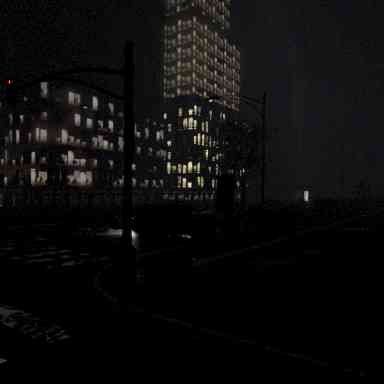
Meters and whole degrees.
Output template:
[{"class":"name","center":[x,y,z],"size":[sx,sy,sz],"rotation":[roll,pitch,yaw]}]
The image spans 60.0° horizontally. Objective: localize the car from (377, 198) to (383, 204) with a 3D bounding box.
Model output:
[{"class":"car","center":[44.840,2.047,77.999],"size":[2.008,1.369,4.403],"rotation":[1,0,36]}]

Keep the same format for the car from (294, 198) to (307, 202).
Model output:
[{"class":"car","center":[18.209,1.727,56.050],"size":[1.752,1.417,4.829],"rotation":[1,0,36]}]

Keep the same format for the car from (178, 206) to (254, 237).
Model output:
[{"class":"car","center":[1.479,1.696,19.081],"size":[2.008,1.369,4.403],"rotation":[1,0,36]}]

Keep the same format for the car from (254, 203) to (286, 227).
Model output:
[{"class":"car","center":[4.737,1.737,23.490],"size":[1.947,1.339,4.313],"rotation":[1,0,36]}]

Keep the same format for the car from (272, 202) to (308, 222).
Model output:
[{"class":"car","center":[7.992,1.779,27.899],"size":[1.802,1.307,4.206],"rotation":[1,0,36]}]

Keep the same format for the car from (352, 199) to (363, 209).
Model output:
[{"class":"car","center":[25.052,1.773,51.209],"size":[1.967,1.590,4.097],"rotation":[1,0,36]}]

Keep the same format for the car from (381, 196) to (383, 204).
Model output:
[{"class":"car","center":[41.545,1.784,73.533],"size":[2.192,1.841,5.009],"rotation":[1,0,36]}]

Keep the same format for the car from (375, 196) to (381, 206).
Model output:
[{"class":"car","center":[35.047,1.940,64.741],"size":[1.752,1.417,4.829],"rotation":[1,0,36]}]

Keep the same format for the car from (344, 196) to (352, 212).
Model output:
[{"class":"car","center":[18.498,1.720,42.251],"size":[1.967,1.590,4.097],"rotation":[1,0,36]}]

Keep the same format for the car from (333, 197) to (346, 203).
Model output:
[{"class":"car","center":[34.700,1.862,78.375],"size":[1.752,1.417,4.829],"rotation":[1,0,36]}]

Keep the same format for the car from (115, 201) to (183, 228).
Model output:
[{"class":"car","center":[-3.068,1.559,22.880],"size":[1.837,1.490,4.892],"rotation":[1,0,36]}]

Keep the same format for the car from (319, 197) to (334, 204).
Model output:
[{"class":"car","center":[28.205,1.849,69.581],"size":[1.947,1.339,4.313],"rotation":[1,0,36]}]

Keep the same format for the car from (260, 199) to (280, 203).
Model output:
[{"class":"car","center":[9.313,1.630,39.613],"size":[1.882,1.535,5.008],"rotation":[1,0,37]}]

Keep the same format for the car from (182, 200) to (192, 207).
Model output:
[{"class":"car","center":[-1.581,1.481,29.474],"size":[1.967,1.590,4.097],"rotation":[1,0,36]}]

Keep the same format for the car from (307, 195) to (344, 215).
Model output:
[{"class":"car","center":[15.228,1.569,37.765],"size":[2.192,1.841,5.009],"rotation":[1,0,36]}]

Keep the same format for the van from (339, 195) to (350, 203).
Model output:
[{"class":"van","center":[38.101,1.706,82.976],"size":[1.690,1.788,3.998],"rotation":[1,0,36]}]
